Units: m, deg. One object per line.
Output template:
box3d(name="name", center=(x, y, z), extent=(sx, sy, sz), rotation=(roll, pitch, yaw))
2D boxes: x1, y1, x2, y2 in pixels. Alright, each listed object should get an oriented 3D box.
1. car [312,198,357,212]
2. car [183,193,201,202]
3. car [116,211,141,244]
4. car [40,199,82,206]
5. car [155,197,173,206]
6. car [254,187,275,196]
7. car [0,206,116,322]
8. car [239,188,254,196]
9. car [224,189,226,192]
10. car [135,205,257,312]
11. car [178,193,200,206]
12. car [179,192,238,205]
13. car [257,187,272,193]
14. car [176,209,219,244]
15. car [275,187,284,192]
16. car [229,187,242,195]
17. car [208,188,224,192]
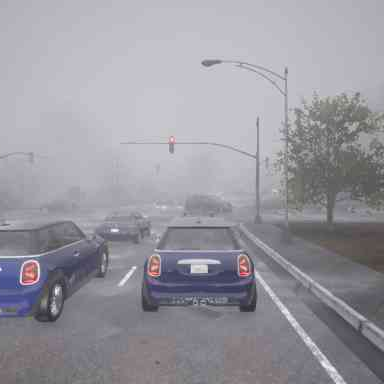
box3d(name="car", center=(16.434, 1.532, 38.431), extent=(4.892, 1.490, 1.837), rotation=(-1, 0, 4))
box3d(name="car", center=(0.061, 1.170, 69.843), extent=(2.128, 1.511, 4.902), rotation=(0, 3, 23))
box3d(name="car", center=(-3.199, 1.594, 16.018), extent=(1.994, 1.385, 4.181), rotation=(0, 0, 2))
box3d(name="car", center=(-15.936, 1.635, 40.243), extent=(4.892, 1.490, 1.837), rotation=(-1, 2, -1))
box3d(name="car", center=(-4.663, 1.613, 56.519), extent=(1.994, 1.385, 4.181), rotation=(0, 1, 17))
box3d(name="car", center=(17.662, 0.142, 80.977), extent=(2.128, 1.511, 4.902), rotation=(0, 3, 33))
box3d(name="car", center=(-3.365, 1.361, 7.405), extent=(2.097, 1.767, 4.553), rotation=(0, 0, 1))
box3d(name="car", center=(14.132, 0.206, 81.913), extent=(1.812, 1.442, 4.674), rotation=(0, 3, 33))
box3d(name="car", center=(6.580, 0.096, 82.892), extent=(2.150, 2.045, 5.566), rotation=(0, 3, 28))
box3d(name="car", center=(0.139, 1.361, 7.909), extent=(2.097, 1.767, 4.553), rotation=(0, 0, 0))
box3d(name="car", center=(-0.524, 1.217, 58.170), extent=(2.150, 2.045, 5.566), rotation=(0, 1, 18))
box3d(name="car", center=(1.619, 1.300, 34.895), extent=(5.566, 2.045, 2.150), rotation=(0, 1, 41))
box3d(name="car", center=(19.801, -0.522, 90.398), extent=(2.128, 1.511, 4.902), rotation=(0, 3, 38))
box3d(name="car", center=(0.326, 1.633, 16.940), extent=(1.895, 1.301, 4.718), rotation=(0, 0, 2))
box3d(name="car", center=(23.401, -0.598, 89.378), extent=(1.882, 1.535, 5.008), rotation=(0, 3, 38))
box3d(name="car", center=(11.220, -0.105, 83.857), extent=(2.150, 2.045, 5.566), rotation=(0, 3, 30))
box3d(name="car", center=(4.284, 0.749, 70.696), extent=(2.150, 2.045, 5.566), rotation=(0, 3, 23))
